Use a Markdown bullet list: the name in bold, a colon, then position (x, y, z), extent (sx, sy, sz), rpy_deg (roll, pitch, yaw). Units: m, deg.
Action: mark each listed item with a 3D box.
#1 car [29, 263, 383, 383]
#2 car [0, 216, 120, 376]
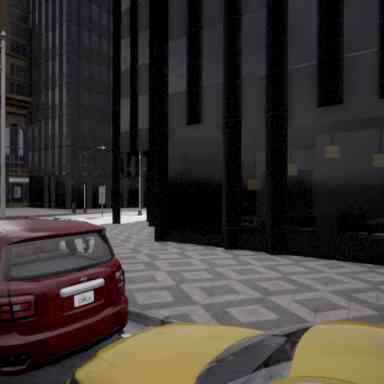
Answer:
- **car**: position (1.092, 1.525, 2.180), extent (4.829, 1.417, 1.752), rpy_deg (0, 0, 35)
- **car**: position (-3.189, 1.312, 5.228), extent (5.009, 1.841, 2.192), rpy_deg (0, 0, 35)
